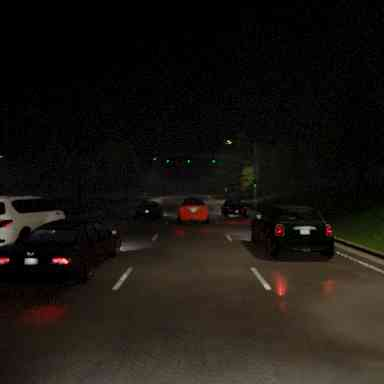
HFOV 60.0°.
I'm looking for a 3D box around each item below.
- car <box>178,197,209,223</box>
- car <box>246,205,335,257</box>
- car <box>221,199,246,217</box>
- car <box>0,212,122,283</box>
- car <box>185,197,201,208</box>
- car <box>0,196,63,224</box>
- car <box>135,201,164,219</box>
[{"bbox_3d":[0.093,1.219,23.940,2.097,1.767,4.553,0,0,0],"label":"car"},{"bbox_3d":[3.594,1.280,12.701,2.097,1.767,4.553,0,0,0],"label":"car"},{"bbox_3d":[3.588,1.364,28.850,1.812,1.442,4.674,0,0,0],"label":"car"},{"bbox_3d":[-3.407,1.494,9.530,2.033,1.411,5.357,0,0,0],"label":"car"},{"bbox_3d":[0.087,1.320,43.595,1.994,1.385,4.181,0,0,0],"label":"car"},{"bbox_3d":[-6.903,1.148,13.215,2.150,2.045,5.566,0,0,0],"label":"car"},{"bbox_3d":[-3.409,1.413,27.094,1.994,1.385,4.181,0,0,0],"label":"car"}]
